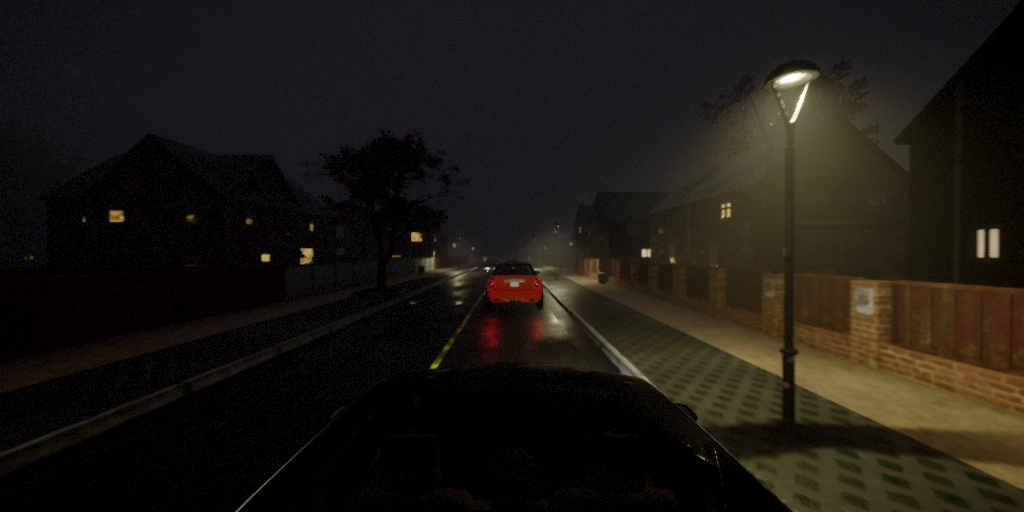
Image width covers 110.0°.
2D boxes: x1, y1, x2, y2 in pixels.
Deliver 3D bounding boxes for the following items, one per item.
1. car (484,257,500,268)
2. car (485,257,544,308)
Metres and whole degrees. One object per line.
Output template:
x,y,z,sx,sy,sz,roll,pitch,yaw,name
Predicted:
-2.775,0.906,51.931,2.033,1.411,5.357,0,0,0,car
0.087,0.982,14.504,2.097,1.767,4.553,0,0,0,car
